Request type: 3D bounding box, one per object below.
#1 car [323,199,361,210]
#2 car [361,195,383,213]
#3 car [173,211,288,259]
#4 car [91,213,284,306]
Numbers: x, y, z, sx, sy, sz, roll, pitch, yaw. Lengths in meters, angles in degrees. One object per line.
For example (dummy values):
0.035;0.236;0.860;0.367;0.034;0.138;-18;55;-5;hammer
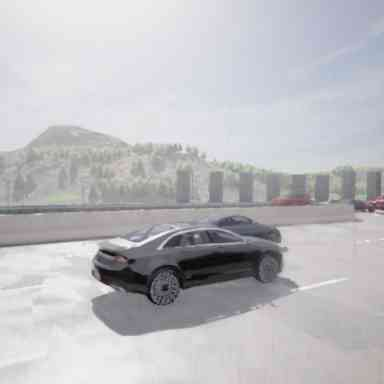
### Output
18.099;1.532;38.090;5.357;1.411;2.033;0;0;-24;car
21.315;1.229;35.648;5.566;2.045;2.150;1;0;-23;car
1.555;1.538;13.059;4.181;1.385;1.994;0;0;-33;car
0.133;1.471;7.977;4.902;1.511;2.128;0;0;-34;car
